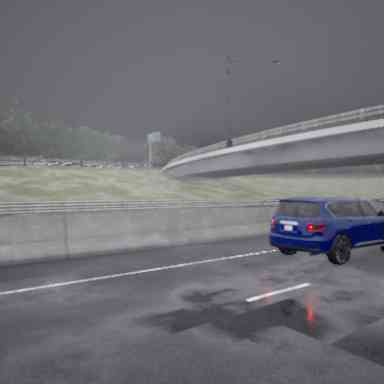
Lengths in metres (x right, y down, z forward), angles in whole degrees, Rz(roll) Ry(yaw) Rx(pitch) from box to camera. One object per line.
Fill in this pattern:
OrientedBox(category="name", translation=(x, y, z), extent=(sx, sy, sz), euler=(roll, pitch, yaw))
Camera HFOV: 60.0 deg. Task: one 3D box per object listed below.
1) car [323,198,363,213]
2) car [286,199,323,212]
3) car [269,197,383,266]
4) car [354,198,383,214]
OrientedBox(category="car", translation=(17.072, 1.474, 37.549), extent=(4.892, 1.490, 1.837), euler=(0, 0, -35))
OrientedBox(category="car", translation=(13.251, 1.518, 39.132), extent=(4.181, 1.385, 1.994), euler=(0, 0, -35))
OrientedBox(category="car", translation=(5.124, 1.175, 11.673), extent=(5.566, 2.045, 2.150), euler=(0, 0, -35))
OrientedBox(category="car", translation=(19.383, 1.466, 34.899), extent=(4.902, 1.511, 2.128), euler=(0, 0, -35))
